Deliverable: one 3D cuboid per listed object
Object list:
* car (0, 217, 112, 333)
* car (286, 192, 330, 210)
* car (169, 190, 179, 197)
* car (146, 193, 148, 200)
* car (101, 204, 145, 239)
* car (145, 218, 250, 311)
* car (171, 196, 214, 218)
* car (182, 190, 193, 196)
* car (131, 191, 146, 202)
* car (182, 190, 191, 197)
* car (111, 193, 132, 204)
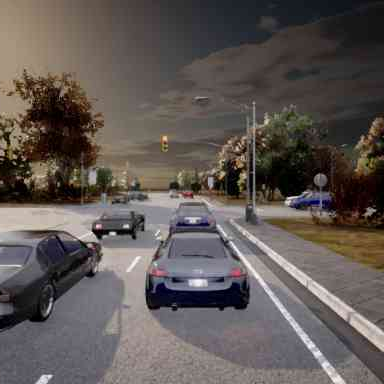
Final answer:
[{"bbox_3d":[-3.423,1.527,7.106,2.033,1.411,5.357,0,0,-1],"label":"car"},{"bbox_3d":[13.988,0.990,37.509,5.566,2.045,2.150,0,0,-3],"label":"car"},{"bbox_3d":[-4.394,0.878,84.192,1.994,1.385,4.181,0,1,-4],"label":"car"},{"bbox_3d":[-11.004,0.926,75.151,1.882,1.535,5.008,0,1,-1],"label":"car"},{"bbox_3d":[-3.492,1.516,16.750,1.895,1.301,4.718,0,0,-1],"label":"car"},{"bbox_3d":[0.074,1.540,7.798,1.994,1.385,4.181,0,0,-1],"label":"car"},{"bbox_3d":[0.029,1.270,16.431,2.097,1.767,4.553,0,0,0],"label":"car"},{"bbox_3d":[-0.845,0.558,83.517,2.150,2.045,5.566,0,1,-4],"label":"car"},{"bbox_3d":[-10.843,0.790,64.313,2.150,2.045,5.566,0,0,0],"label":"car"},{"bbox_3d":[-1.671,0.384,94.164,2.097,1.767,4.553,0,1,-7],"label":"car"},{"bbox_3d":[-10.813,1.241,50.099,1.994,1.385,4.181,0,0,0],"label":"car"}]
